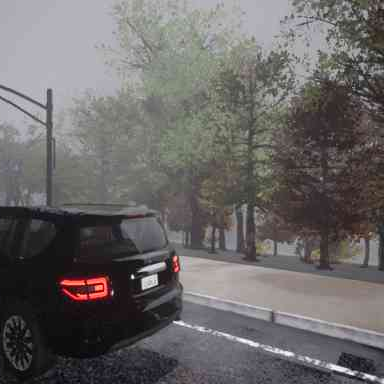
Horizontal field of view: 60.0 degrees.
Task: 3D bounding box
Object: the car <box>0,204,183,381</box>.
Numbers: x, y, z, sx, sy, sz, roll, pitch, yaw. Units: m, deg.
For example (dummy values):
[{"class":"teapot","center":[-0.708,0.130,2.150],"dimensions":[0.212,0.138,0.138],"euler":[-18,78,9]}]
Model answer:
[{"class":"car","center":[-2.756,1.221,5.680],"dimensions":[5.566,2.045,2.150],"euler":[0,0,34]}]
